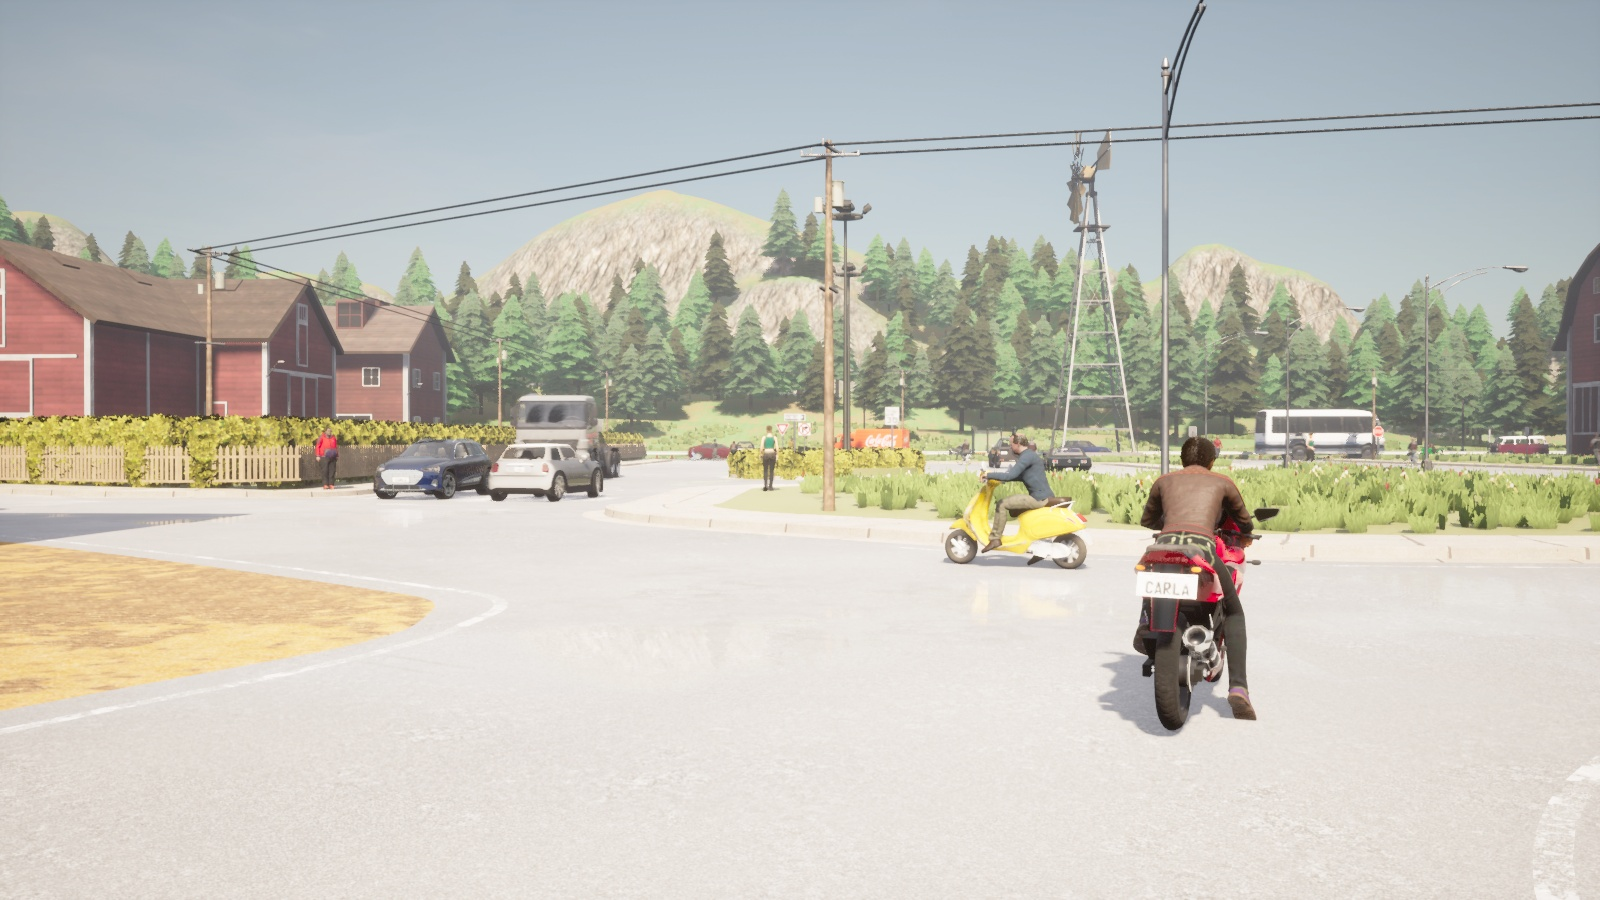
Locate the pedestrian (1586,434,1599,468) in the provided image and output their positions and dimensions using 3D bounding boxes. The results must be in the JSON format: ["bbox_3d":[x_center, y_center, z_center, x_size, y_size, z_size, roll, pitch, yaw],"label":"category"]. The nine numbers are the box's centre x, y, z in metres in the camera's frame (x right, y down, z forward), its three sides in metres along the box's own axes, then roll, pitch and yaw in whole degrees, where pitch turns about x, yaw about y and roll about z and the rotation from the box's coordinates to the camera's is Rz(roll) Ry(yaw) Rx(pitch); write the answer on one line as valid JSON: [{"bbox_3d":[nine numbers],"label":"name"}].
[{"bbox_3d":[43.452,0.046,68.481,0.563,1.883,0.849,0,0,-9],"label":"pedestrian"}]

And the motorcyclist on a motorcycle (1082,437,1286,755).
[{"bbox_3d":[2.227,0.687,7.090,0.797,1.523,2.044,0,1,26],"label":"motorcyclist on a motorcycle"}]

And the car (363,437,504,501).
[{"bbox_3d":[-10.056,0.470,34.895,2.033,1.649,4.856,0,0,7],"label":"car"}]

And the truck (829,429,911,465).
[{"bbox_3d":[4.929,-0.233,87.898,5.204,2.467,2.627,0,0,19],"label":"truck"}]

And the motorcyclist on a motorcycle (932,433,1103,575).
[{"bbox_3d":[2.569,0.598,14.846,1.817,1.590,0.866,0,1,27],"label":"motorcyclist on a motorcycle"}]

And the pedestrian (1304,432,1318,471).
[{"bbox_3d":[24.530,0.080,60.290,0.345,1.836,0.594,0,0,-19],"label":"pedestrian"}]

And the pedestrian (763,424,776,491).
[{"bbox_3d":[-0.857,0.204,34.888,0.345,1.836,0.594,0,0,-3],"label":"pedestrian"}]

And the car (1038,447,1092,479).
[{"bbox_3d":[11.697,0.542,55.595,1.895,1.301,4.718,0,0,6],"label":"car"}]

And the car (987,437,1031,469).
[{"bbox_3d":[12.264,0.155,73.908,1.932,1.855,4.605,0,0,2],"label":"car"}]

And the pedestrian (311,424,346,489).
[{"bbox_3d":[-13.651,0.185,36.335,0.899,1.844,0.634,0,0,45],"label":"pedestrian"}]

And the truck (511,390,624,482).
[{"bbox_3d":[-9.306,-0.533,51.294,2.891,3.462,7.936,0,0,2],"label":"truck"}]

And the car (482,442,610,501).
[{"bbox_3d":[-6.687,0.517,33.474,1.970,1.475,3.806,0,0,13],"label":"car"}]
